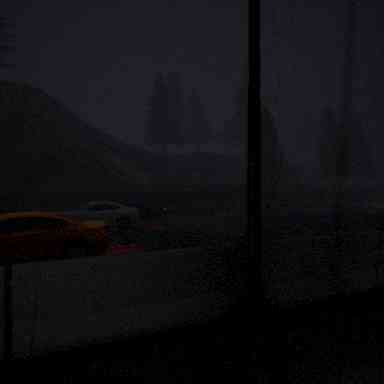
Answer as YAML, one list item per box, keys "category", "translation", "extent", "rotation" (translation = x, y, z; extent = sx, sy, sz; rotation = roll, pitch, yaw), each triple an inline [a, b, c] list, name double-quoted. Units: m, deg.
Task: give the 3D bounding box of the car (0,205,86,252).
- category: "car"
  translation: [-6.885, 1.331, 12.423]
  extent: [5.357, 1.411, 2.033]
  rotation: [-1, 1, -25]

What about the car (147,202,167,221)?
- category: "car"
  translation: [-4.298, 1.149, 21.482]
  extent: [5.357, 1.411, 2.033]
  rotation: [-1, 1, -27]

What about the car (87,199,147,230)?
- category: "car"
  translation: [-5.012, 1.211, 17.235]
  extent: [4.674, 1.442, 1.812]
  rotation: [-1, 1, -27]

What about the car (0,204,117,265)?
- category: "car"
  translation: [-4.946, 1.310, 9.521]
  extent: [5.008, 1.535, 1.882]
  rotation: [-1, 1, -25]
